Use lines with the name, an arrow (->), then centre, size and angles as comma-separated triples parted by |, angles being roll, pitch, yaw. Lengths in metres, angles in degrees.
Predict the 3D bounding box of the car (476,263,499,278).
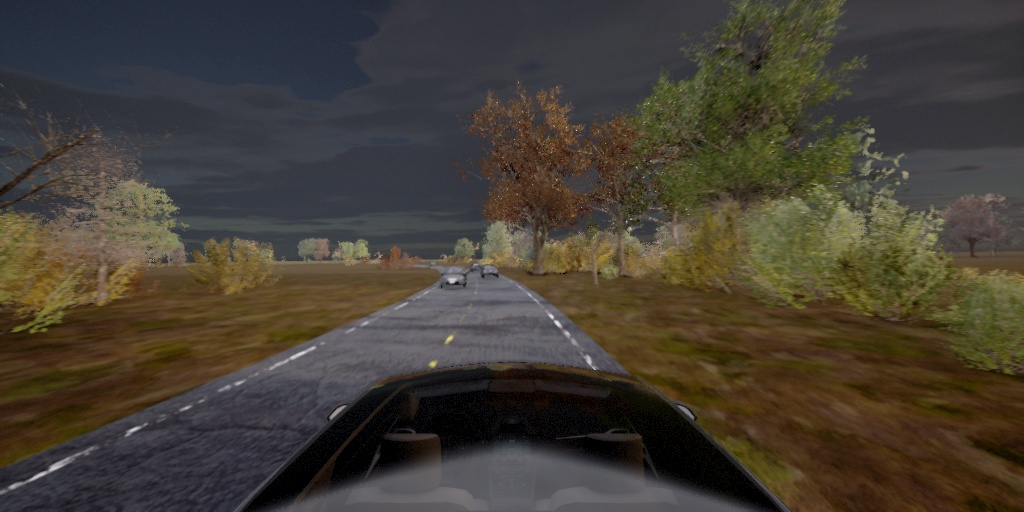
car -> -2.602, 1.657, 40.210 | 2.033, 1.411, 5.357 | -1, -1, -8

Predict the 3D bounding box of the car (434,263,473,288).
car -> -4.208, 1.499, 26.346 | 2.128, 1.511, 4.902 | -1, -1, -5

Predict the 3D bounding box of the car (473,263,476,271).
car -> -5.839, 1.832, 58.209 | 1.812, 1.442, 4.674 | -1, -1, -12
